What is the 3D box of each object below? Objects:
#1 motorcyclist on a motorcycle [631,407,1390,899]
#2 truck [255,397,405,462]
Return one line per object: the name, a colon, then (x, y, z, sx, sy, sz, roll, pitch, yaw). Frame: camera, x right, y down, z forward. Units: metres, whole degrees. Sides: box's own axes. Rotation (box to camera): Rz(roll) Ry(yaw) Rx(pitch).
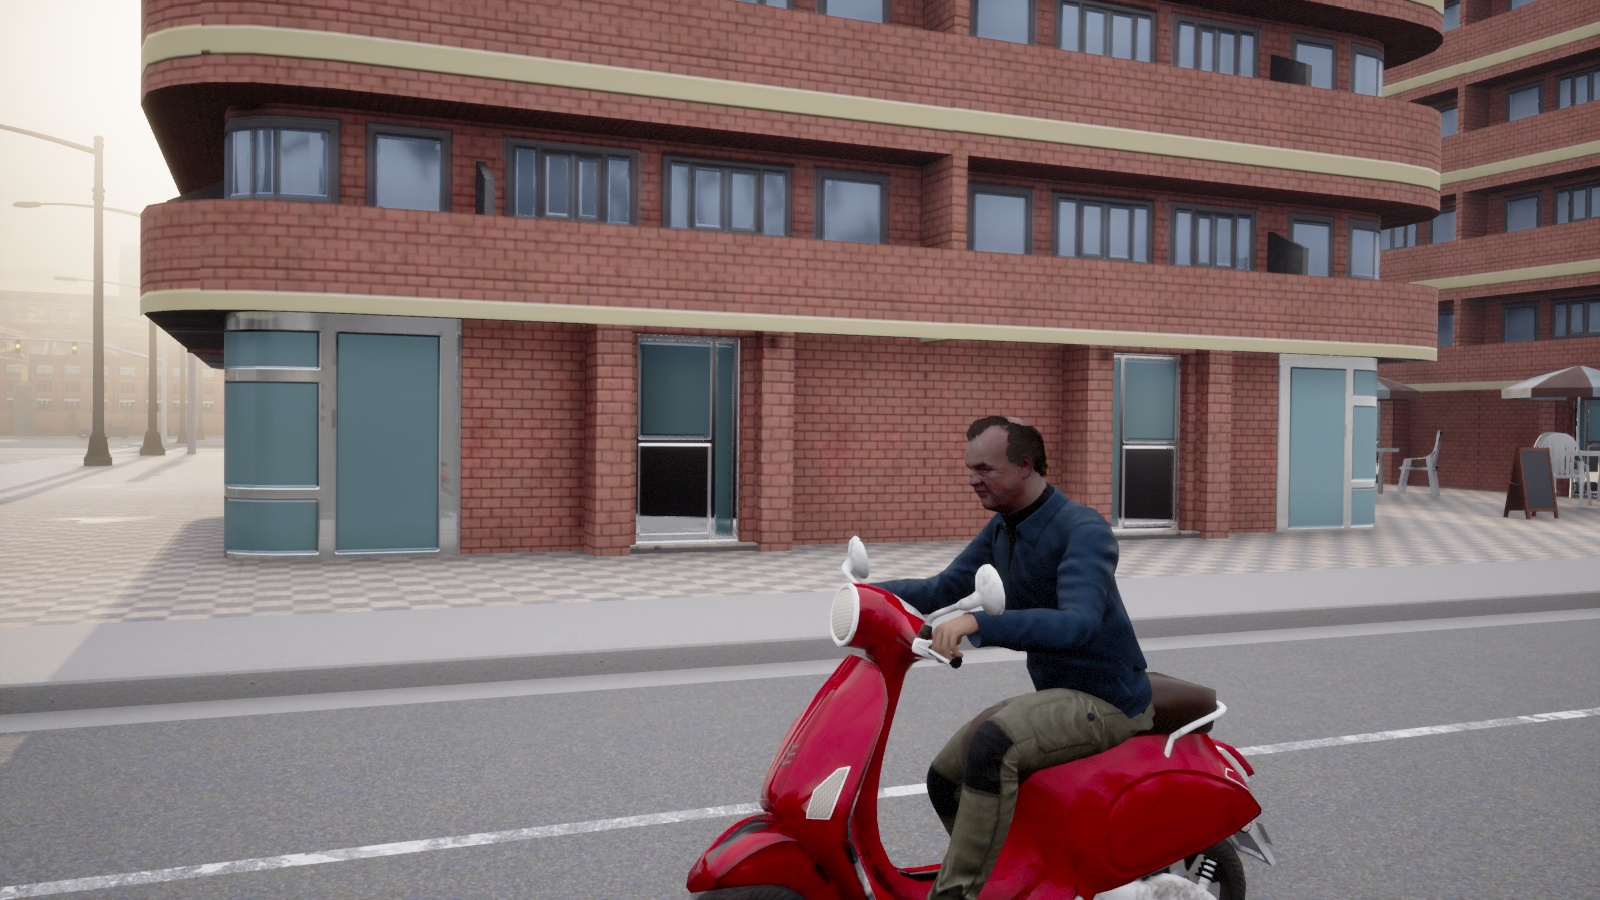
motorcyclist on a motorcycle: (0.546, 0.691, 3.382, 1.817, 1.590, 0.866, -1, 1, -21)
truck: (-27.302, -1.217, 73.037, 7.936, 3.462, 2.891, -2, 1, -23)
